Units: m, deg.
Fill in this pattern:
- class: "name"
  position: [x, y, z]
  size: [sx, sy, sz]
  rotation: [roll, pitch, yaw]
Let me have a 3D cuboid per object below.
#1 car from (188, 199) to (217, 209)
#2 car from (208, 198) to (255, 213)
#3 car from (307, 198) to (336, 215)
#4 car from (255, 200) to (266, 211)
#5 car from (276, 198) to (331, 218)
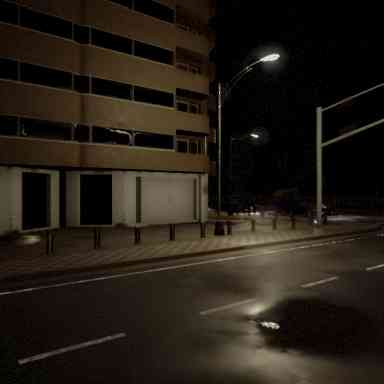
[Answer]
- class: "car"
  position: [1.472, 1.656, 48.691]
  size: [1.895, 1.301, 4.718]
  rotation: [0, 0, -36]
- class: "car"
  position: [4.388, 1.603, 38.653]
  size: [2.033, 1.411, 5.357]
  rotation: [0, 0, -36]
- class: "car"
  position: [12.192, 1.407, 33.819]
  size: [2.097, 1.767, 4.553]
  rotation: [0, 0, -36]
- class: "car"
  position: [6.946, 1.560, 41.091]
  size: [1.837, 1.490, 4.892]
  rotation: [0, 0, -36]
- class: "car"
  position: [10.013, 1.581, 30.886]
  size: [1.812, 1.442, 4.674]
  rotation: [0, 0, -37]
